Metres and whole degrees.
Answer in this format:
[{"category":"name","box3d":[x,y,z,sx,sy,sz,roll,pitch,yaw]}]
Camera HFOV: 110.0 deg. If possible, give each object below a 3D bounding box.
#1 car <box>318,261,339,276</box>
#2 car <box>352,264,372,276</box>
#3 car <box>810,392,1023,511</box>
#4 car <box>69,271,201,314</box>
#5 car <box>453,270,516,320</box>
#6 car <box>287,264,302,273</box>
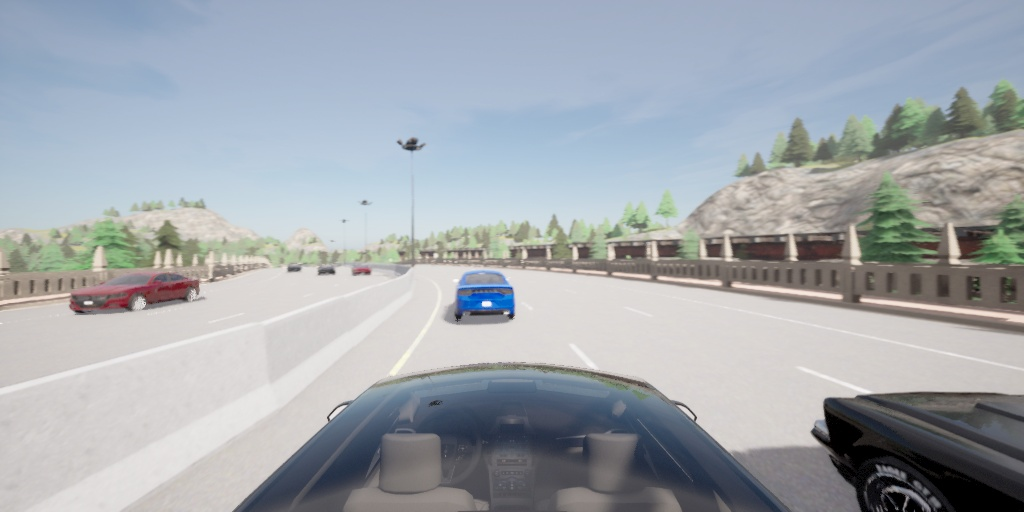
[{"category":"car","box3d":[-21.838,1.642,42.286,1.895,1.301,4.718,-1,0,-29]},{"category":"car","box3d":[-16.959,1.560,40.451,1.895,1.301,4.718,-1,0,-26]},{"category":"car","box3d":[3.380,1.311,0.751,1.895,1.301,4.718,-1,0,0]},{"category":"car","box3d":[-15.818,1.429,15.418,1.882,1.535,5.008,-1,0,-11]},{"category":"car","box3d":[-1.049,1.229,12.762,1.882,1.535,5.008,-1,0,-7]},{"category":"car","box3d":[-31.896,1.793,52.637,1.895,1.301,4.718,-1,0,-30]}]
